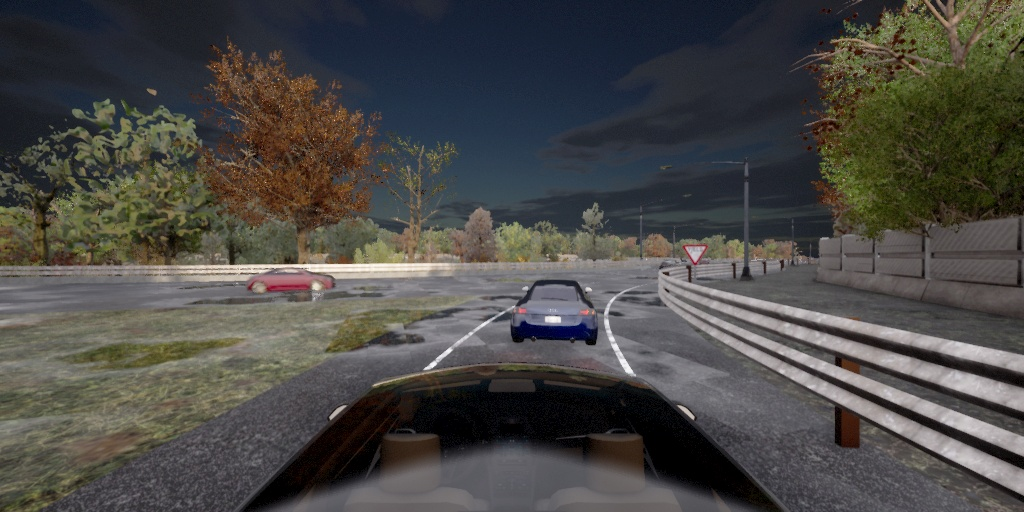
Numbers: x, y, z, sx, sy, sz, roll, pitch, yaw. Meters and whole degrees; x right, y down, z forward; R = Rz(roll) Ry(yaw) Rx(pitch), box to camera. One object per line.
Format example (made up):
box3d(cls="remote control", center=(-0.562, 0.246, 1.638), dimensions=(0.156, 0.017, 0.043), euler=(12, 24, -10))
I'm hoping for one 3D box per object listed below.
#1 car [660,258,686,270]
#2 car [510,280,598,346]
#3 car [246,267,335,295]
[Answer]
box3d(cls="car", center=(22.738, 1.255, 51.344), dimensions=(1.812, 1.442, 4.674), euler=(0, 0, 44))
box3d(cls="car", center=(1.177, 1.312, 9.562), dimensions=(1.994, 1.385, 4.181), euler=(0, 0, 9))
box3d(cls="car", center=(-12.131, 1.302, 19.912), dimensions=(4.181, 1.385, 1.994), euler=(0, 0, -22))
